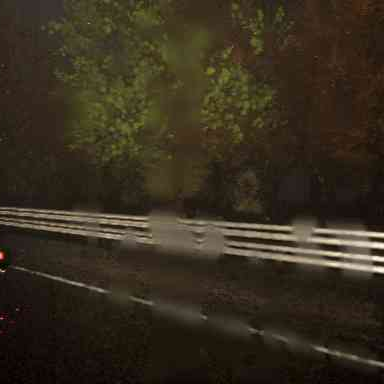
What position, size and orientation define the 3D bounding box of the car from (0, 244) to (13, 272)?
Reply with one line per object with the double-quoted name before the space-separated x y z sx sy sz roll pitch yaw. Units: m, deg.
"car" -6.686 1.509 8.530 4.718 1.301 1.895 1 0 35
